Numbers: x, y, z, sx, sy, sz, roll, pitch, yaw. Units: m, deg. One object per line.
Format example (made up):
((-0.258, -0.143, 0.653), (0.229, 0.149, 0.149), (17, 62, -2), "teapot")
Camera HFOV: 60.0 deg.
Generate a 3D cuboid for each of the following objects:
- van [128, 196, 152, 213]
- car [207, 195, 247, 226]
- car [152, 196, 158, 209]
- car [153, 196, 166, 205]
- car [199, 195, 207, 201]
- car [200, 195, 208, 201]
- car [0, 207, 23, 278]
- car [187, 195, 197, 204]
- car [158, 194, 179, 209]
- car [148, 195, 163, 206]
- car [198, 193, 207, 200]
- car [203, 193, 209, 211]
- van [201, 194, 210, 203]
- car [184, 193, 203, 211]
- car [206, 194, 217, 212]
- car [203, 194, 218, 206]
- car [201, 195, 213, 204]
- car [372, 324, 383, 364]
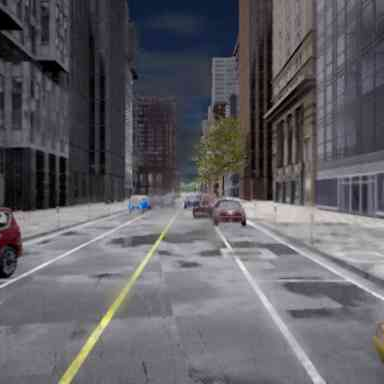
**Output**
((-5.673, 1.264, 35.468), (1.690, 1.788, 3.998), (0, 0, 0), "van")
((2.383, 1.296, 22.728), (2.097, 1.767, 4.553), (0, 0, 0), "car")
((-5.675, 1.482, 41.108), (1.947, 1.339, 4.313), (0, 0, 0), "car")
((-5.678, 1.456, 58.025), (1.887, 1.381, 4.507), (0, 0, 0), "car")
((2.840, 1.489, 86.210), (1.947, 1.339, 4.313), (0, 0, 0), "car")
((2.841, 1.496, 80.572), (1.802, 1.307, 4.206), (0, 0, 0), "car")
((-5.667, 1.300, 7.276), (2.192, 1.841, 5.009), (0, 0, 0), "car")
((-0.011, 1.389, 60.569), (1.882, 1.535, 5.008), (0, 0, 0), "car")
((-3.093, 1.419, 43.003), (1.837, 1.490, 4.892), (0, 0, 0), "car")
((-5.677, 1.353, 52.386), (1.967, 1.590, 4.097), (0, 0, 0), "car")
((2.839, 1.249, 91.850), (2.192, 1.841, 5.009), (0, 0, 0), "car")
((2.849, 1.228, 46.735), (2.192, 1.841, 5.009), (0, 0, 0), "car")
((2.845, 1.251, 69.293), (1.690, 1.788, 3.998), (0, 0, 0), "van")
((0.029, 1.266, 45.030), (2.097, 1.767, 4.553), (0, 0, 1), "car")
((2.852, 1.362, 35.455), (1.967, 1.590, 4.097), (0, 0, 0), "car")
((2.848, 1.227, 52.373), (2.192, 1.841, 5.009), (0, 0, 0), "car")
((2.846, 1.351, 63.653), (1.967, 1.590, 4.097), (0, 0, 0), "car")
((2.860, 1.521, 1.787), (1.752, 1.417, 4.829), (0, 0, 0), "car")
